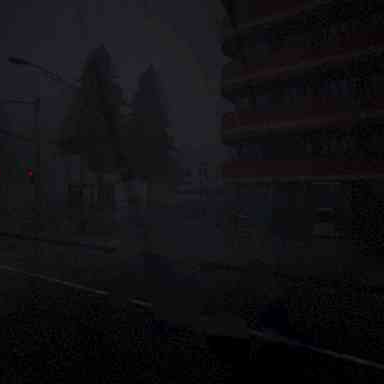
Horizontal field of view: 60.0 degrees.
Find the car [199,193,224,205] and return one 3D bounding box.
[{"bbox_3d":[4.323,1.166,52.801,5.566,2.045,2.150,0,0,-38],"label":"car"}]

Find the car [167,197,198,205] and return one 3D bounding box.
[{"bbox_3d":[-0.864,1.492,53.169,5.357,1.411,2.033,0,0,-42],"label":"car"}]

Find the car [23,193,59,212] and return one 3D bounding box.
[{"bbox_3d":[-16.741,1.166,38.942,2.150,2.045,5.566,0,0,36],"label":"car"}]

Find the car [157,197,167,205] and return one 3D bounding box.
[{"bbox_3d":[-5.229,1.470,53.657,4.674,1.442,1.812,0,0,-45],"label":"car"}]

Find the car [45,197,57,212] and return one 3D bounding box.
[{"bbox_3d":[-13.498,1.545,37.468,1.895,1.301,4.718,0,0,36],"label":"car"}]

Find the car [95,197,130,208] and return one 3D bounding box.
[{"bbox_3d":[-11.068,1.470,46.660,1.812,1.442,4.674,0,0,37],"label":"car"}]

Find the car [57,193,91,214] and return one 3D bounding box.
[{"bbox_3d":[-11.109,1.296,34.468,2.097,1.767,4.553,0,0,35],"label":"car"}]

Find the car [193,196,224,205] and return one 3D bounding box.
[{"bbox_3d":[2.981,1.492,60.482,5.357,1.411,2.033,0,0,-32],"label":"car"}]

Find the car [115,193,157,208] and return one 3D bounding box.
[{"bbox_3d":[-7.761,1.166,45.357,2.150,2.045,5.566,0,0,37],"label":"car"}]

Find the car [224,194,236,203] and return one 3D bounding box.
[{"bbox_3d":[7.653,1.297,50.764,4.553,1.767,2.097,0,0,-36],"label":"car"}]
